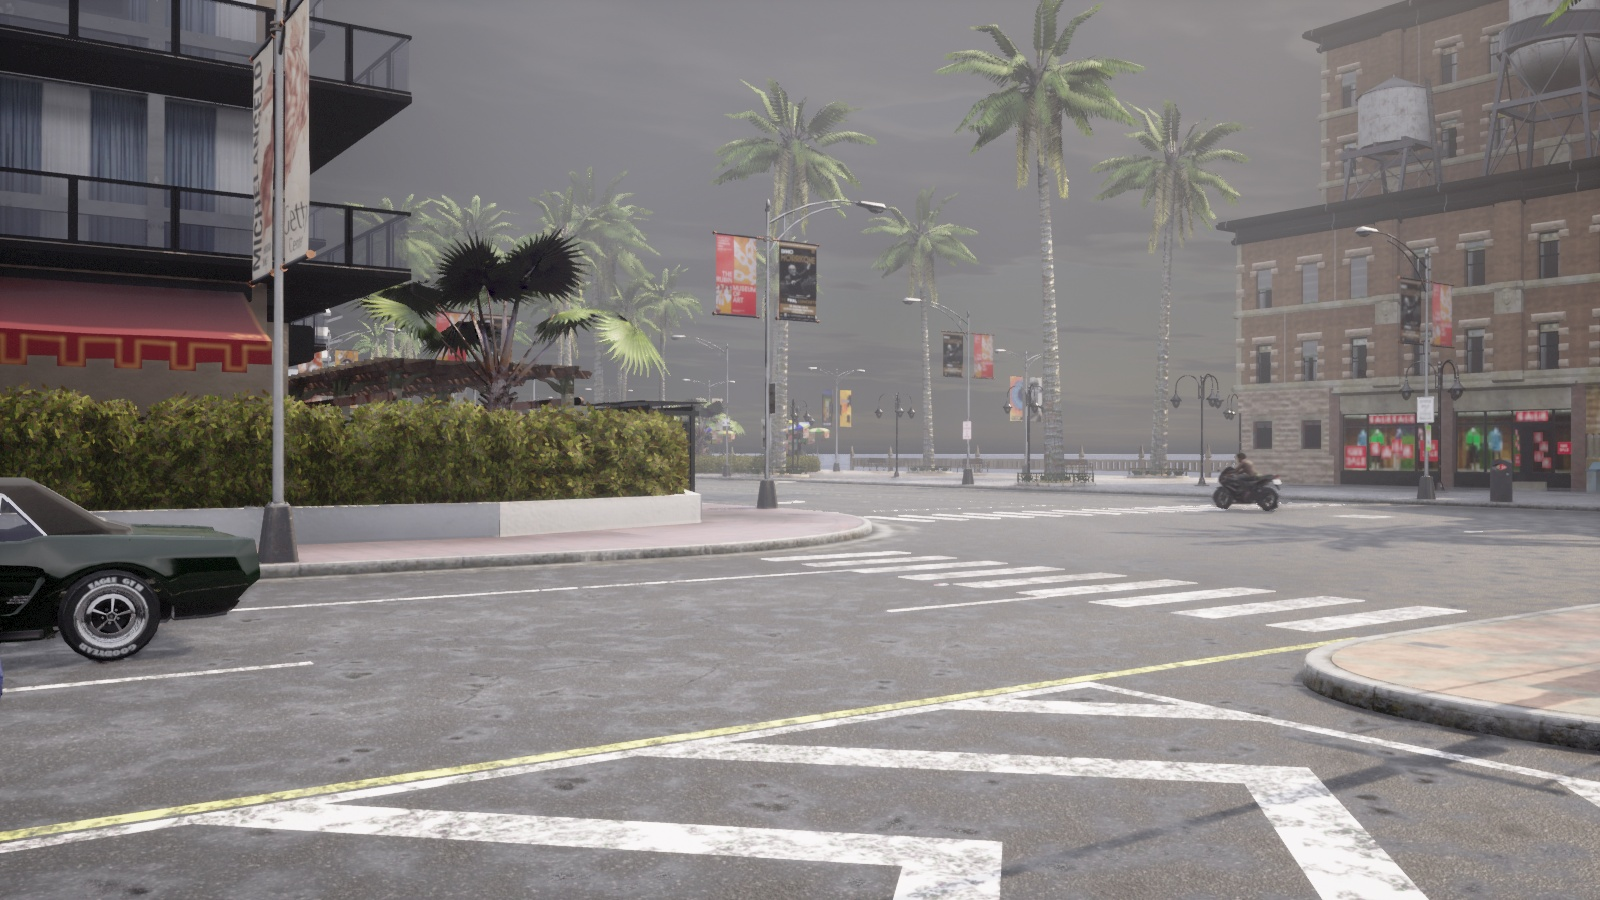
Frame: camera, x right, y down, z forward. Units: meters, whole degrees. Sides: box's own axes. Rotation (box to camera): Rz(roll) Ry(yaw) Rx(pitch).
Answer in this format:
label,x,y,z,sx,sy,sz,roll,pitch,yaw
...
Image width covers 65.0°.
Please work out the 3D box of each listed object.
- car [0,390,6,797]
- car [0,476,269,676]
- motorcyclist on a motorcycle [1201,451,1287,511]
label,x,y,z,sx,sy,sz,roll,pitch,yaw
car,-5.925,0.628,5.020,4.553,1.767,2.097,0,0,-35
car,-6.481,0.881,8.894,4.718,1.301,1.895,0,0,-35
motorcyclist on a motorcycle,11.590,0.783,32.874,0.797,1.523,2.044,0,0,-34
